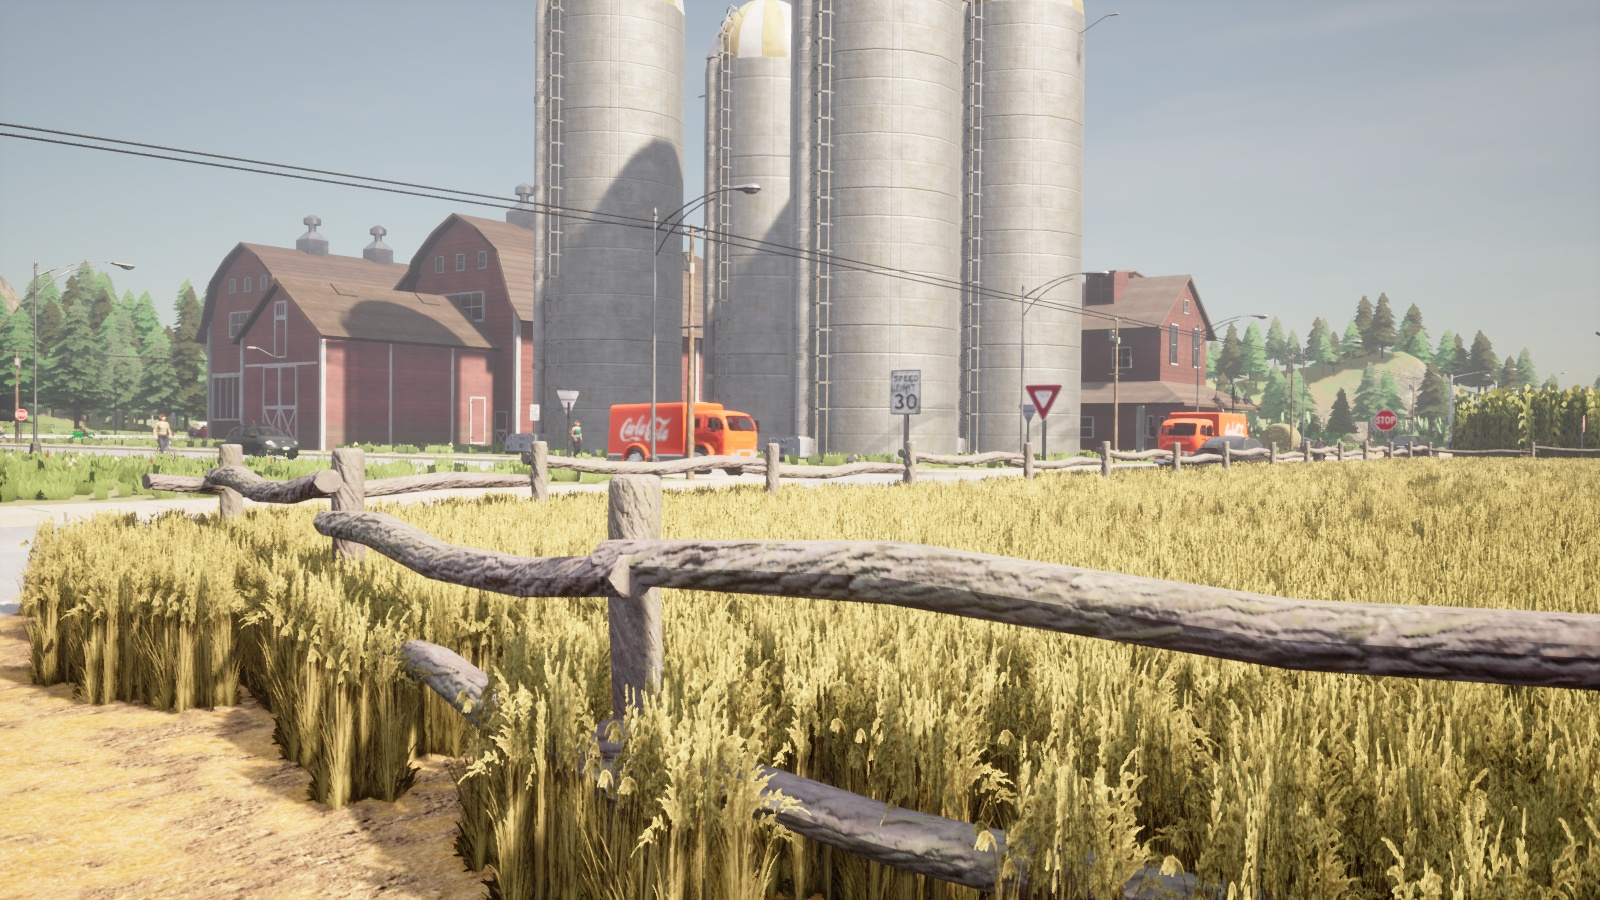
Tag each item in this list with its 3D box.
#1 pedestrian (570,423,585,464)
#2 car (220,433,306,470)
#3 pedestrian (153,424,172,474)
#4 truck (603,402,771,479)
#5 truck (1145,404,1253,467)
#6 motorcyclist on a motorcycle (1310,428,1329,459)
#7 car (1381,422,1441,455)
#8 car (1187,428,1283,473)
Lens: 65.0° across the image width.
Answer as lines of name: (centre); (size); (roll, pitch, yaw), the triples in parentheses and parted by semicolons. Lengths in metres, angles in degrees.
pedestrian: (-10.029, -0.294, 56.502); (0.594, 1.836, 0.345); (0, 1, 40)
car: (-24.812, 0.063, 57.947); (3.988, 1.617, 1.851); (0, 1, 36)
pedestrian: (-23.815, -0.038, 46.920); (0.594, 1.836, 0.345); (0, 1, 35)
truck: (-3.868, -0.292, 42.750); (5.204, 2.467, 2.627); (-1, 0, 36)
truck: (16.515, -0.612, 51.815); (2.627, 2.467, 5.204); (0, 1, 38)
motorcyclist on a motorcycle: (26.483, -0.348, 64.024); (0.866, 1.530, 2.191); (0, 1, 21)
car: (33.436, -0.650, 68.642); (2.097, 1.767, 4.553); (0, 1, 37)
car: (15.544, -0.015, 44.727); (1.837, 1.490, 4.892); (0, 1, 37)
